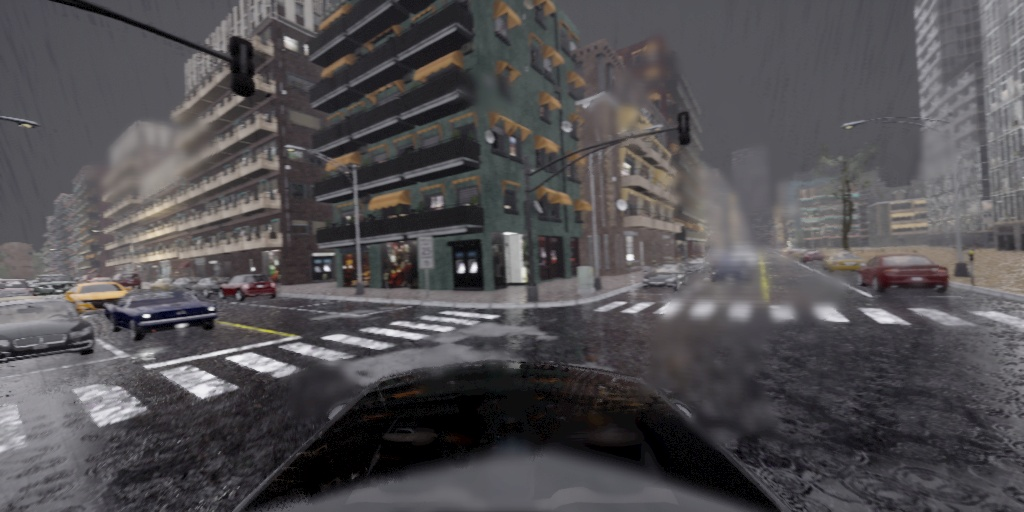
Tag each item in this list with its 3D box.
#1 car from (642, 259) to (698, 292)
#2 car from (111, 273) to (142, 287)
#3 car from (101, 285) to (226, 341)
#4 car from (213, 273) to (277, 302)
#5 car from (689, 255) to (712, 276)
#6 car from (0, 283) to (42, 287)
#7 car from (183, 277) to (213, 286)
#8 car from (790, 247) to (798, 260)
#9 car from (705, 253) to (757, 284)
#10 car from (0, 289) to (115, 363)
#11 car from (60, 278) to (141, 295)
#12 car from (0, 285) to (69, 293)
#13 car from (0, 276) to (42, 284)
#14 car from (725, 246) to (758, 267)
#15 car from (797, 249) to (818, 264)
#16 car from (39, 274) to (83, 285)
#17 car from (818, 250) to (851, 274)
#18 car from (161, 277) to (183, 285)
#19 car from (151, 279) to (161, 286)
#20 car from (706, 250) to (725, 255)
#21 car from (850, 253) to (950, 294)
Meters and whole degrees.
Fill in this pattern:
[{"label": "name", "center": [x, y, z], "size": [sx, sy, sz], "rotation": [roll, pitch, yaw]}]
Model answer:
[{"label": "car", "center": [8.088, 1.026, 18.673], "size": [2.007, 1.370, 4.403], "rotation": [0, 0, 35]}, {"label": "car", "center": [-43.884, 2.875, 40.786], "size": [5.009, 1.841, 2.192], "rotation": [0, 0, 34]}, {"label": "car", "center": [-11.534, 1.810, 11.782], "size": [4.718, 1.301, 1.895], "rotation": [-2, 0, 34]}, {"label": "car", "center": [-16.270, 1.854, 22.020], "size": [4.097, 1.591, 1.967], "rotation": [0, 0, 34]}, {"label": "car", "center": [14.392, 0.781, 27.764], "size": [2.007, 1.370, 4.403], "rotation": [0, 0, 35]}, {"label": "car", "center": [-25.605, 2.332, 18.233], "size": [4.507, 1.381, 1.888], "rotation": [0, 0, 34]}, {"label": "car", "center": [-20.873, 2.155, 25.147], "size": [4.403, 1.370, 2.007], "rotation": [0, 0, 34]}, {"label": "car", "center": [37.123, -0.248, 45.853], "size": [1.751, 1.417, 4.829], "rotation": [0, 0, 35]}, {"label": "car", "center": [13.003, 0.789, 21.109], "size": [2.033, 1.411, 5.357], "rotation": [-3, -1, 35]}, {"label": "car", "center": [-11.797, 1.767, 8.849], "size": [4.403, 1.370, 2.007], "rotation": [0, 0, 34]}, {"label": "car", "center": [-20.931, 2.075, 18.169], "size": [5.008, 1.535, 1.882], "rotation": [-2, 0, 34]}, {"label": "car", "center": [-16.259, 1.932, 11.881], "size": [4.829, 1.417, 1.751], "rotation": [0, 0, 34]}, {"label": "car", "center": [-30.207, 2.292, 21.360], "size": [5.009, 1.841, 2.192], "rotation": [0, 0, 34]}, {"label": "car", "center": [21.973, 0.101, 34.069], "size": [2.150, 2.045, 5.566], "rotation": [-3, 0, 35]}, {"label": "car", "center": [30.721, 0.049, 36.622], "size": [1.802, 1.307, 4.207], "rotation": [0, 0, 35]}, {"label": "car", "center": [-38.217, 2.540, 30.006], "size": [5.566, 2.045, 2.150], "rotation": [-3, 0, 35]}, {"label": "car", "center": [21.363, 0.356, 23.126], "size": [1.751, 1.417, 4.829], "rotation": [0, 0, 35]}, {"label": "car", "center": [-25.475, 2.346, 28.275], "size": [4.403, 1.370, 2.007], "rotation": [0, 0, 34]}, {"label": "car", "center": [-30.218, 2.512, 31.499], "size": [4.829, 1.417, 1.751], "rotation": [0, 0, 34]}, {"label": "car", "center": [20.696, 0.428, 36.855], "size": [1.967, 1.591, 4.097], "rotation": [0, 0, 35]}, {"label": "car", "center": [14.962, 0.621, 13.896], "size": [1.888, 1.381, 4.507], "rotation": [0, 0, 35]}]
